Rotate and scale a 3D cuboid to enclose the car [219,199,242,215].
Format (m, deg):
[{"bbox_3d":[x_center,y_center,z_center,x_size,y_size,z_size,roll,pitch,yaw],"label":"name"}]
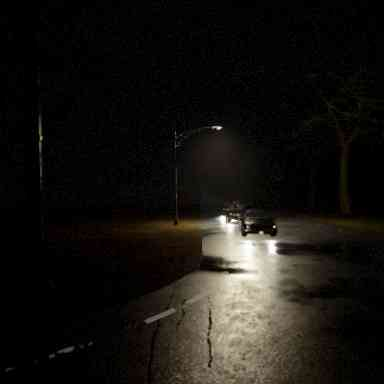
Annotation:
[{"bbox_3d":[4.311,1.917,39.907,2.128,1.511,4.902,-1,-1,2],"label":"car"}]

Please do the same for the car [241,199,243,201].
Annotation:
[{"bbox_3d":[8.326,2.045,51.973,1.994,1.385,4.181,-1,0,2],"label":"car"}]

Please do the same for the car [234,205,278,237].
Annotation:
[{"bbox_3d":[3.780,1.732,19.696,2.033,1.411,5.357,-1,-1,5],"label":"car"}]

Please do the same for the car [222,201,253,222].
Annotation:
[{"bbox_3d":[4.028,1.817,29.707,1.837,1.490,4.892,-1,-1,2],"label":"car"}]

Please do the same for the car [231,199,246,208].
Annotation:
[{"bbox_3d":[8.579,2.047,61.986,2.128,1.511,4.902,-1,0,2],"label":"car"}]
